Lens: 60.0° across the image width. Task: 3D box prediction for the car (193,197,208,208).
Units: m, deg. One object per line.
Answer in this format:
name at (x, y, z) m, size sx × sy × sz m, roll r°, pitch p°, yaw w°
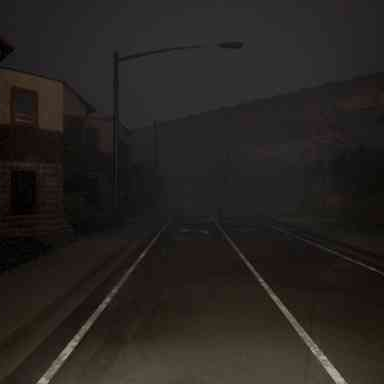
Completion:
car at (1.271, 1.478, 47.791) m, size 1.882 × 1.535 × 5.008 m, roll 0°, pitch 0°, yaw 7°
